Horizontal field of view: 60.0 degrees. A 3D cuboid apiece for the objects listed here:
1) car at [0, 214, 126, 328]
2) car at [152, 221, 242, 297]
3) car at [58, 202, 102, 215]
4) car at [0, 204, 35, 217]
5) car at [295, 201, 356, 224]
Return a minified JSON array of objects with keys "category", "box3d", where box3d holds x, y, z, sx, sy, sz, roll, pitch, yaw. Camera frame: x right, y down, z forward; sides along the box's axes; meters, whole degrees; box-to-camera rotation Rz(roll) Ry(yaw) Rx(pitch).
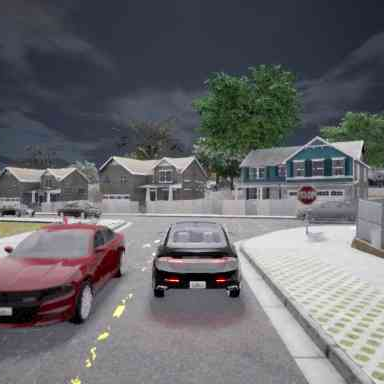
[{"category":"car","box3d":[-2.752,1.480,7.360,1.882,1.535,5.008,0,0,0]},{"category":"car","box3d":[0.101,1.495,8.544,2.128,1.511,4.902,0,0,0]},{"category":"car","box3d":[-10.548,1.755,31.229,4.892,1.490,1.837,-2,-2,32]},{"category":"car","box3d":[-19.280,2.020,36.527,4.902,1.511,2.128,-2,-2,30]},{"category":"car","box3d":[8.703,1.273,20.975,4.181,1.385,1.994,-1,-2,20]}]
